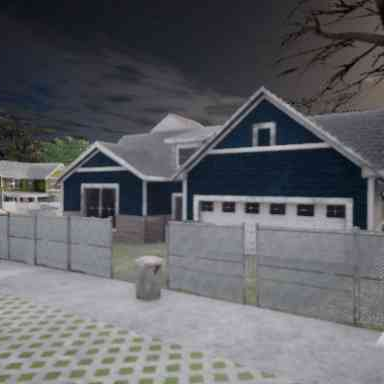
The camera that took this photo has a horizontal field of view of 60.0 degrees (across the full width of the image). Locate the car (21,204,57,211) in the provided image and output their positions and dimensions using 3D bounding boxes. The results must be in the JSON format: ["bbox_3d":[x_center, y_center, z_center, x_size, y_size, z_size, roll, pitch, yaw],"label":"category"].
[{"bbox_3d":[-16.187,2.064,35.269,1.812,1.442,4.674,1,-1,18],"label":"car"}]
